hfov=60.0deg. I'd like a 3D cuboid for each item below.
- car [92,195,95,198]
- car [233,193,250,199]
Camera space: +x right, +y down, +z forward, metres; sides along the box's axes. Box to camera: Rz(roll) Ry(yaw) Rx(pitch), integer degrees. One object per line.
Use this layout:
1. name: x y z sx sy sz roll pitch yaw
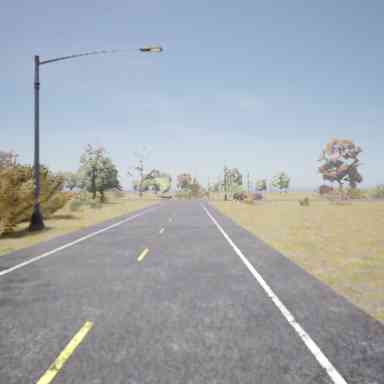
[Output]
1. car: -27.577 1.409 89.122 4.902 1.511 2.128 0 0 -2
2. car: 14.037 1.288 90.267 5.566 2.045 2.150 0 0 -2
